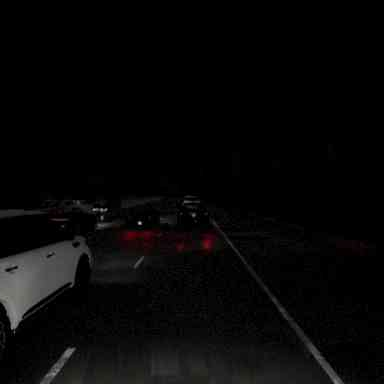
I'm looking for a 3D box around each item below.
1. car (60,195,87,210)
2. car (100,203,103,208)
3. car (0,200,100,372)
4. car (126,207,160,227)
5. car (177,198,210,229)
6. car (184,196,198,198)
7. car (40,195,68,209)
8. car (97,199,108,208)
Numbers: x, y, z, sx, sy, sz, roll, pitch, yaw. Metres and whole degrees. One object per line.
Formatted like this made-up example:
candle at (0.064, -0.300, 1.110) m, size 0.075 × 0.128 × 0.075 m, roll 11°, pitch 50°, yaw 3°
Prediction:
car at (-18.035, 1.547, 50.928) m, size 2.150 × 2.045 × 5.566 m, roll 0°, pitch 0°, yaw -1°
car at (-6.900, 1.612, 18.898) m, size 2.128 × 1.511 × 4.902 m, roll 0°, pitch 0°, yaw 0°
car at (-3.400, 1.257, 5.429) m, size 2.150 × 2.045 × 5.566 m, roll 0°, pitch 0°, yaw 0°
car at (-3.400, 1.753, 23.912) m, size 1.895 × 1.301 × 4.718 m, roll 0°, pitch 0°, yaw 0°
car at (0.099, 1.496, 22.709) m, size 2.097 × 1.767 × 4.553 m, roll 0°, pitch 0°, yaw 0°
car at (-0.098, 1.483, 41.187) m, size 2.150 × 2.045 × 5.566 m, roll 0°, pitch 0°, yaw -2°
car at (-21.560, 1.552, 52.126) m, size 2.150 × 2.045 × 5.566 m, roll 0°, pitch 0°, yaw -1°
car at (-14.607, 1.864, 53.209) m, size 1.812 × 1.442 × 4.674 m, roll 0°, pitch 0°, yaw -1°
